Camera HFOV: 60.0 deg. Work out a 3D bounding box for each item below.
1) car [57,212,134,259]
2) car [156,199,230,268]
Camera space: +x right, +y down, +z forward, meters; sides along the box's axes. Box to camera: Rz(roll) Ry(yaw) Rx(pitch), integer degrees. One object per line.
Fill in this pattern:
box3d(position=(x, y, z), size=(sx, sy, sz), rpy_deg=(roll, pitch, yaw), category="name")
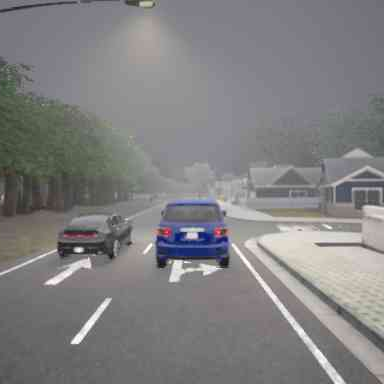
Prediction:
box3d(position=(-3.459, 1.510, 12.655), size=(1.837, 1.490, 4.892), rpy_deg=(0, 1, 1), category="car")
box3d(position=(0.063, 1.230, 11.511), size=(2.150, 2.045, 5.566), rpy_deg=(0, 0, 1), category="car")
